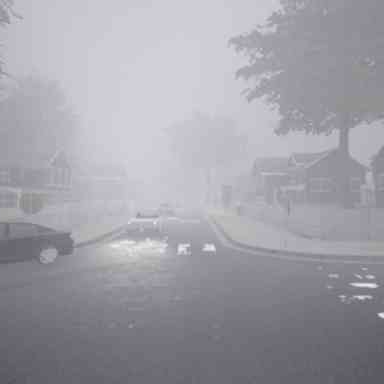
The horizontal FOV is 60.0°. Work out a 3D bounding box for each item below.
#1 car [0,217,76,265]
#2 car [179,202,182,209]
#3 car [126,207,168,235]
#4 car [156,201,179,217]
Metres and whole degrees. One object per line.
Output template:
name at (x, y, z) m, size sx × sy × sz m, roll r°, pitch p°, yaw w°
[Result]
car at (-6.297, 1.585, 10.487) m, size 5.008 × 1.535 × 1.882 m, roll 1°, pitch 1°, yaw -40°
car at (-2.751, 2.152, 55.663) m, size 1.994 × 1.385 × 4.181 m, roll 0°, pitch -1°, yaw 0°
car at (-2.754, 1.820, 20.509) m, size 1.895 × 1.301 × 4.718 m, roll 0°, pitch -1°, yaw 0°
car at (-2.756, 1.891, 36.447) m, size 1.837 × 1.490 × 4.892 m, roll 0°, pitch 0°, yaw 0°
